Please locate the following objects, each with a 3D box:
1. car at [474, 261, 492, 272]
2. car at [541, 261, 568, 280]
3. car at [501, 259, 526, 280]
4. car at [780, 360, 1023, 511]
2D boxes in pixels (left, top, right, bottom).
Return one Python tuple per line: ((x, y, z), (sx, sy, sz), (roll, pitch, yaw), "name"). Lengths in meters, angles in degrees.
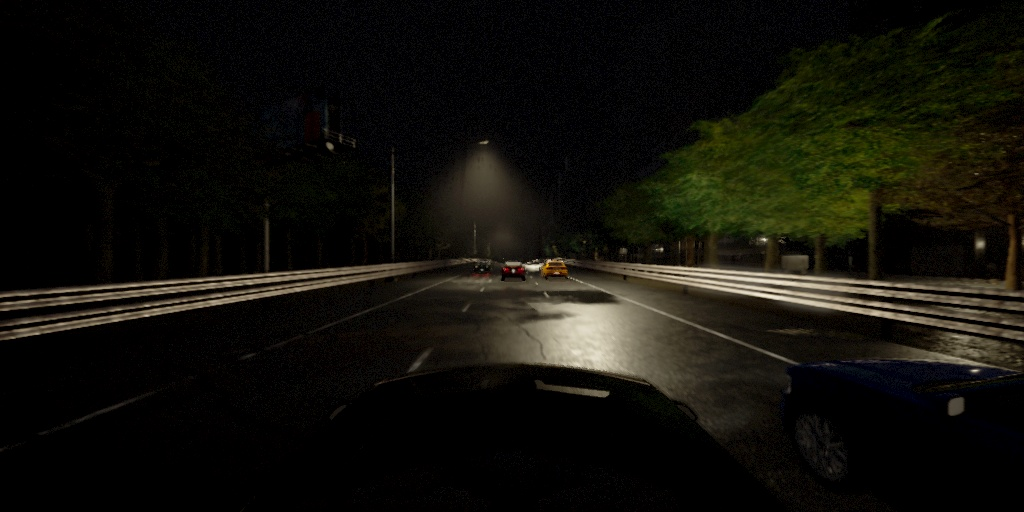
((-3.380, 1.259, 42.904), (1.895, 1.301, 4.718), (0, 0, 0), "car")
((3.615, 1.186, 31.210), (1.882, 1.535, 5.008), (0, 0, 0), "car")
((0.115, 1.215, 30.232), (2.163, 1.488, 4.792), (0, 0, 0), "car")
((3.599, 1.226, 1.508), (1.882, 1.535, 5.008), (0, 0, 0), "car")
